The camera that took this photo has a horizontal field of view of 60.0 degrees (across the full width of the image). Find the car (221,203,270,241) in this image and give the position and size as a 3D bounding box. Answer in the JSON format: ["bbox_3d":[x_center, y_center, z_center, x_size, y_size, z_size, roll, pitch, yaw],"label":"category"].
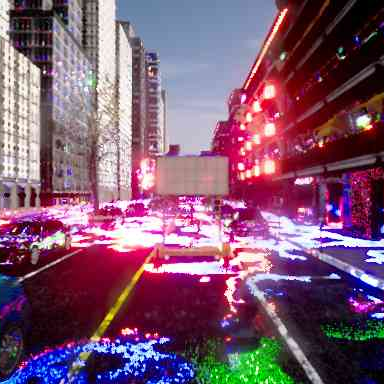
[{"bbox_3d":[2.688,1.549,17.297,1.967,1.590,4.097,0,0,0],"label":"car"}]

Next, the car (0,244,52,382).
[{"bbox_3d":[-3.101,1.543,2.783,1.812,1.442,4.674,0,0,0],"label":"car"}]

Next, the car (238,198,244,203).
[{"bbox_3d":[13.420,1.902,80.965,4.403,1.369,2.008,-1,0,-1],"label":"car"}]

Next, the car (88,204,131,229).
[{"bbox_3d":[-5.692,1.670,22.659,1.752,1.417,4.829,0,0,0],"label":"car"}]

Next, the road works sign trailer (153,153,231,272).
[{"bbox_3d":[-0.001,0.533,10.972,2.380,3.560,2.880,0,0,0],"label":"road works sign trailer"}]

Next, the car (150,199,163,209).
[{"bbox_3d":[-5.694,1.859,50.321,1.752,1.417,4.829,0,0,0],"label":"car"}]

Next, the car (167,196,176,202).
[{"bbox_3d":[-5.699,1.981,93.945,2.192,1.841,5.009,0,0,0],"label":"car"}]

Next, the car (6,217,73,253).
[{"bbox_3d":[-5.692,1.618,11.763,1.887,1.381,4.507,0,0,0],"label":"car"}]

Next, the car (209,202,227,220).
[{"bbox_3d":[2.687,1.764,28.362,1.802,1.307,4.206,0,0,0],"label":"car"}]

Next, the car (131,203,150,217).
[{"bbox_3d":[-5.693,1.802,33.894,1.802,1.307,4.206,0,0,0],"label":"car"}]

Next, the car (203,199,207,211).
[{"bbox_3d":[2.686,1.698,39.427,1.967,1.590,4.097,0,0,0],"label":"car"}]

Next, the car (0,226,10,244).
[{"bbox_3d":[-5.691,1.590,6.231,2.008,1.369,4.403,0,0,0],"label":"car"}]

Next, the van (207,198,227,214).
[{"bbox_3d":[2.687,1.561,33.895,1.690,1.788,3.998,0,0,0],"label":"van"}]

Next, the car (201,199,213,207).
[{"bbox_3d":[2.685,1.965,61.557,2.008,1.369,4.403,0,0,0],"label":"car"}]

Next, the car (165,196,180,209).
[{"bbox_3d":[-3.015,1.700,52.441,2.097,1.767,4.553,0,0,0],"label":"car"}]

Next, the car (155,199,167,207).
[{"bbox_3d":[-5.695,1.959,61.556,1.887,1.381,4.507,0,0,0],"label":"car"}]
